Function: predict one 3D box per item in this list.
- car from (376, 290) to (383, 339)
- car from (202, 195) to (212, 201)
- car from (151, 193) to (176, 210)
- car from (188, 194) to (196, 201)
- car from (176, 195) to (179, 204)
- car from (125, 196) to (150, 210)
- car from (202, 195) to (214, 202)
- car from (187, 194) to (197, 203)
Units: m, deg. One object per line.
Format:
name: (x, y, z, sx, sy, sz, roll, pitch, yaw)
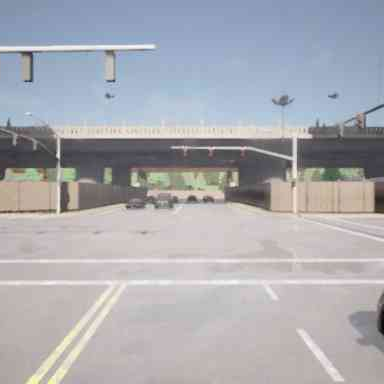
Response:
car: (3.579, 1.498, 2.894, 1.837, 1.490, 4.892, 0, 0, 0)
car: (3.523, 1.382, 78.191, 1.994, 1.385, 4.181, 0, 0, 0)
car: (-3.573, 1.128, 42.754, 2.150, 2.045, 5.566, 0, 0, -1)
car: (0.023, 1.330, 78.192, 1.837, 1.490, 4.892, 0, 0, 0)
car: (-3.492, 1.371, 62.093, 1.837, 1.490, 4.892, 0, 0, 0)
car: (-7.076, 1.456, 42.160, 2.033, 1.411, 5.357, 0, 0, 0)
car: (3.520, 1.376, 68.205, 1.812, 1.442, 4.674, 0, 0, 0)
car: (0.020, 1.355, 67.830, 1.837, 1.490, 4.892, 0, 0, 0)
